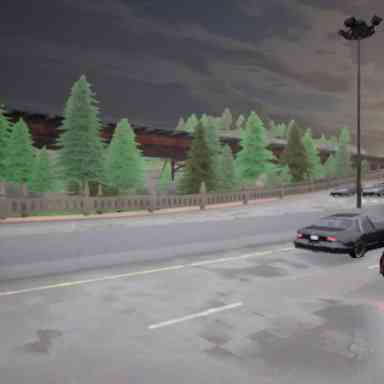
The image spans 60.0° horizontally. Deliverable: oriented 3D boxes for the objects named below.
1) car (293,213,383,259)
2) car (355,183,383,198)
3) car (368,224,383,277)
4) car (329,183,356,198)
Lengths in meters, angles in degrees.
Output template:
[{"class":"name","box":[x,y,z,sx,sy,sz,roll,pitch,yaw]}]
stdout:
[{"class":"car","box":[6.096,1.503,12.480,5.357,1.411,2.033,-2,1,-36]},{"class":"car","box":[20.262,-0.263,35.873,5.357,1.411,2.033,-8,5,-36]},{"class":"car","box":[6.688,1.551,8.601,4.181,1.385,1.994,-1,1,-36]},{"class":"car","box":[18.220,-0.264,38.715,5.357,1.411,2.033,-8,5,-36]}]
